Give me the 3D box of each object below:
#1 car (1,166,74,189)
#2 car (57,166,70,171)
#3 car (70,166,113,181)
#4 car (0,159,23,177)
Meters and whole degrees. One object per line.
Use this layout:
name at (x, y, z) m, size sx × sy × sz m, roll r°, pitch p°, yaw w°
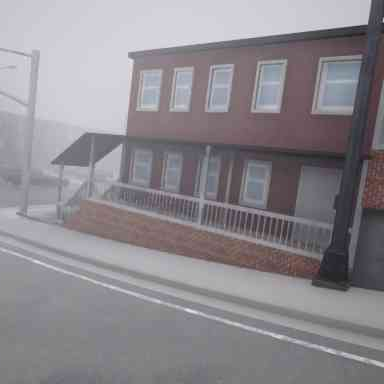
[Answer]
car at (-12.503, -0.993, 27.163) m, size 1.895 × 1.301 × 4.718 m, roll 11°, pitch 6°, yaw 35°
car at (-14.710, -2.667, 42.187) m, size 2.033 × 1.411 × 5.357 m, roll 11°, pitch 6°, yaw 35°
car at (-11.790, -2.176, 40.301) m, size 1.837 × 1.490 × 4.892 m, roll 11°, pitch 6°, yaw 35°
car at (-17.431, -2.140, 32.494) m, size 2.033 × 1.411 × 5.357 m, roll 11°, pitch 6°, yaw 37°
